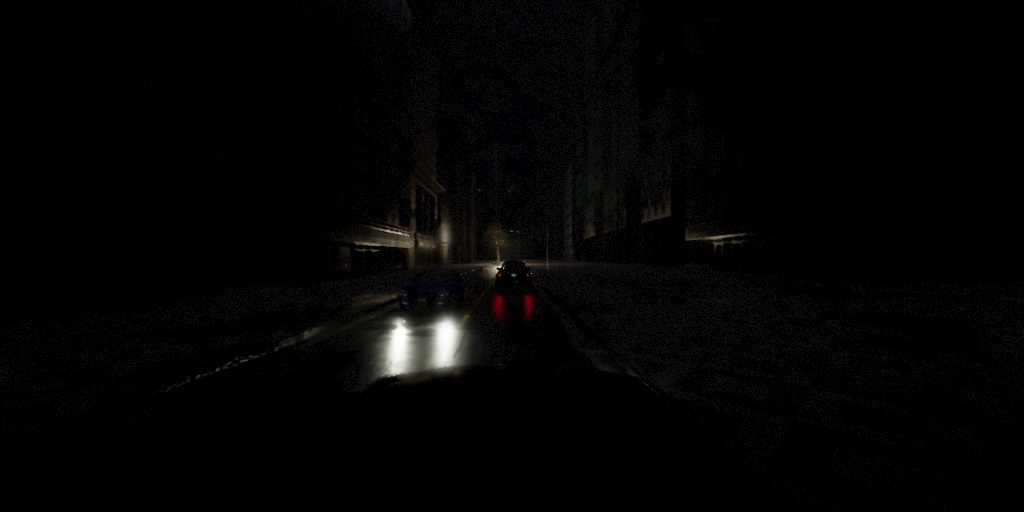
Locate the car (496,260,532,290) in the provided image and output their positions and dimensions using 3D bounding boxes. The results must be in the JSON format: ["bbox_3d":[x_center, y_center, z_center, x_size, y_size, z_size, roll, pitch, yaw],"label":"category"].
[{"bbox_3d":[0.097,1.111,22.370,2.097,1.767,4.553,0,0,0],"label":"car"}]

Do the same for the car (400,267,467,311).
[{"bbox_3d":[-3.033,1.234,14.624,1.882,1.535,5.008,0,0,1],"label":"car"}]
